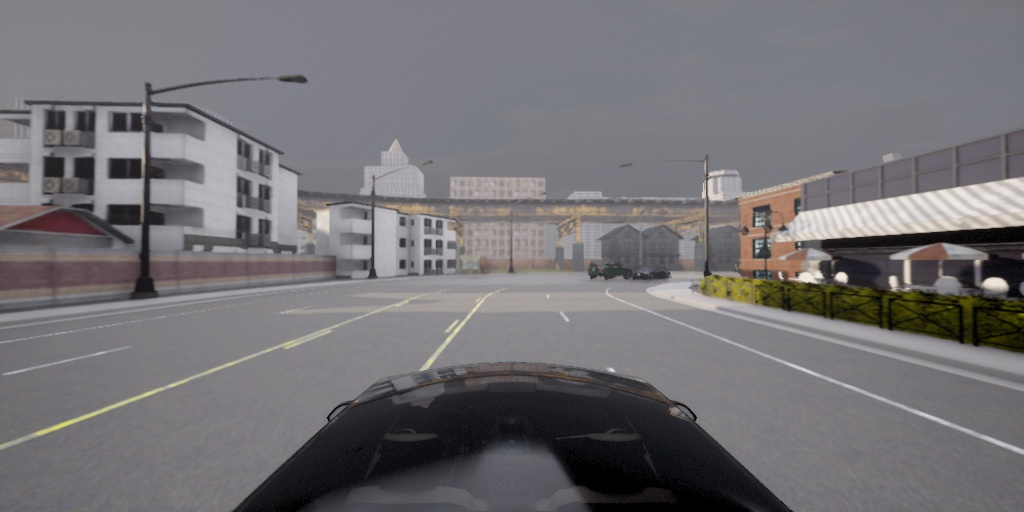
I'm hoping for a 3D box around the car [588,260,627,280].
[{"bbox_3d":[10.485,1.492,38.382,5.566,2.045,2.150,0,-1,-38],"label":"car"}]

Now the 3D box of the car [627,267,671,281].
[{"bbox_3d":[14.221,1.812,36.519,4.181,1.385,1.994,0,-1,-32],"label":"car"}]
